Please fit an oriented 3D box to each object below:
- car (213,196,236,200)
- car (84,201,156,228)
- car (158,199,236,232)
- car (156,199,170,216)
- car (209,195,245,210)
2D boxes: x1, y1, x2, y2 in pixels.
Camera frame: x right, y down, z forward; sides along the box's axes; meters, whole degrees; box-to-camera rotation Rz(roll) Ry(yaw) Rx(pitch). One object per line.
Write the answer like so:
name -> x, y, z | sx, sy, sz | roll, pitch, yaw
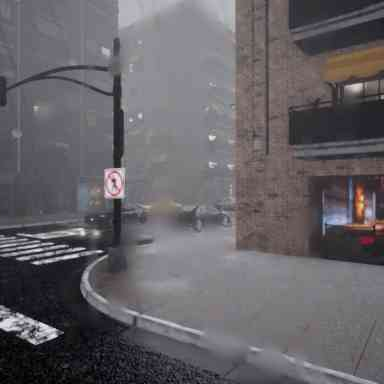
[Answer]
car -> 2.471, 1.219, 30.361 | 1.994, 1.385, 4.181 | 0, 1, 36
car -> -4.550, 1.368, 20.661 | 1.994, 1.385, 4.181 | 0, 1, 36
car -> 0.486, 1.333, 18.366 | 2.008, 1.369, 4.403 | 1, 1, 36
car -> -2.691, 1.252, 27.418 | 1.752, 1.417, 4.829 | 1, 1, 36
car -> 3.957, 1.111, 36.606 | 1.752, 1.417, 4.829 | 1, 1, 36
